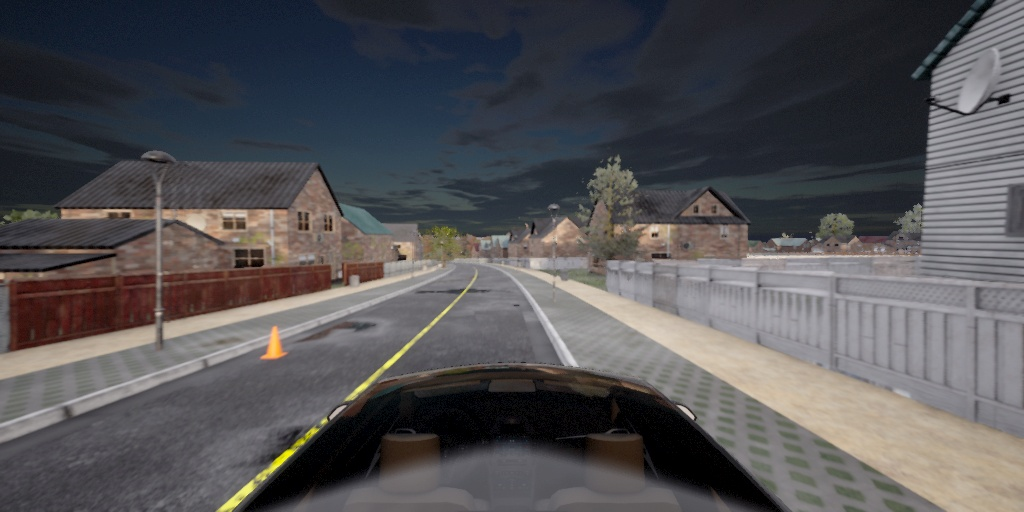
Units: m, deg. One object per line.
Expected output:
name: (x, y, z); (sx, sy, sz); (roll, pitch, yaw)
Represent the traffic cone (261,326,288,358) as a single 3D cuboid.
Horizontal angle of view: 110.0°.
traffic cone: (-4.755, 1.707, 7.195); (0.340, 0.580, 0.340); (0, 0, -1)
